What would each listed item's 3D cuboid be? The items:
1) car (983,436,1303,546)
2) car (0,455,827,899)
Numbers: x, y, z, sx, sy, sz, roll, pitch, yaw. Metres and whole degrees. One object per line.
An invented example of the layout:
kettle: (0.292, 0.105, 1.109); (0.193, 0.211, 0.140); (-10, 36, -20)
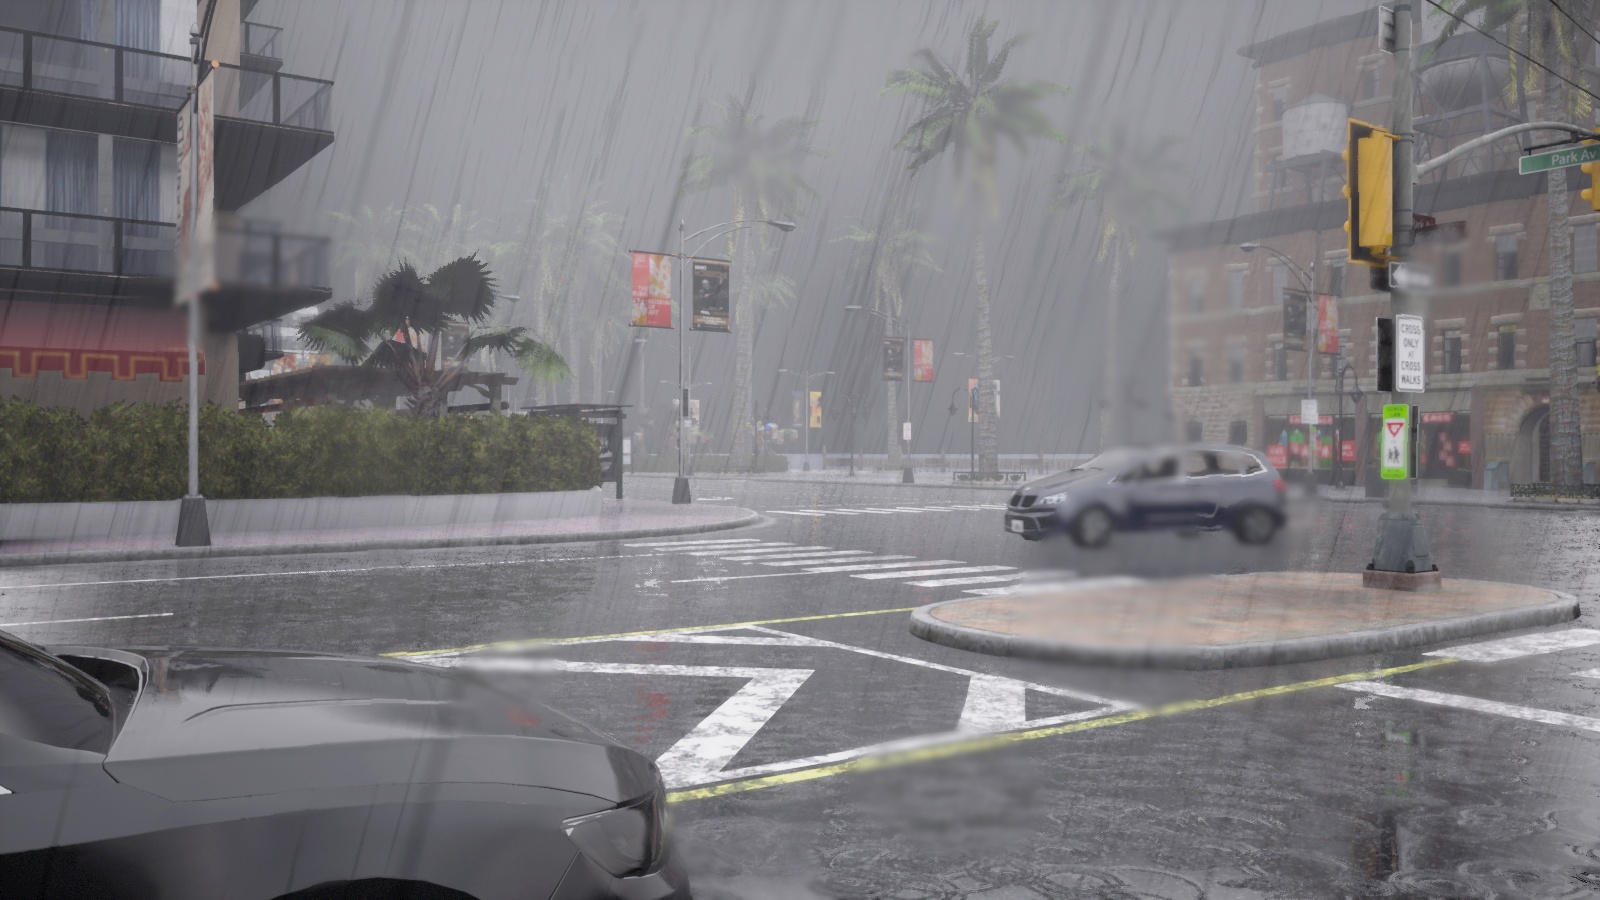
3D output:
car: (5.626, 0.628, 20.814); (4.611, 1.667, 2.242); (0, 0, -16)
car: (-2.478, 0.760, 1.933); (4.892, 1.490, 1.837); (0, 0, -35)
